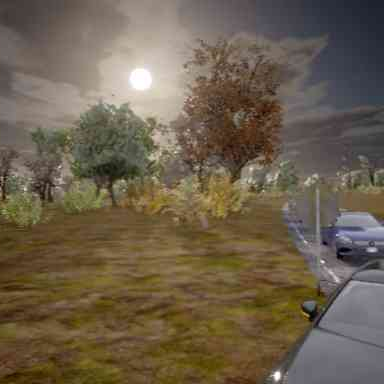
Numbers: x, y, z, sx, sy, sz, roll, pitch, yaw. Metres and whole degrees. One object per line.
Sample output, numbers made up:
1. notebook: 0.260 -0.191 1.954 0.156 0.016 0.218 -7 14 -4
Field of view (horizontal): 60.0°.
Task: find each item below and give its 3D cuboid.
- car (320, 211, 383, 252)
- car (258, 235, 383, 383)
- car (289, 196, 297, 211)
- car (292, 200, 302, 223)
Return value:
1. car: 5.901 1.451 12.225 1.812 1.442 4.674 -1 0 13
2. car: 2.235 1.496 3.256 1.812 1.442 4.674 -1 0 40
3. car: 12.123 1.204 37.687 2.097 1.767 4.553 -1 0 16
4. car: 8.773 1.492 24.695 1.895 1.301 4.718 -1 0 14
